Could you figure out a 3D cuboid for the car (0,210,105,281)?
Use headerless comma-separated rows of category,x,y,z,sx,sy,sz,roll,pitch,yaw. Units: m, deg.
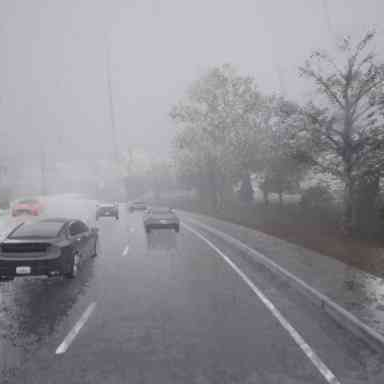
car,-4.039,1.518,9.951,1.837,1.490,4.892,0,0,-5

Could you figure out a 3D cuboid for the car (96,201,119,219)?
car,-7.357,1.547,28.854,1.812,1.442,4.674,0,0,-14

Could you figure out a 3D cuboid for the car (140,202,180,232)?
car,-1.935,1.572,20.277,1.994,1.385,4.181,0,0,-10

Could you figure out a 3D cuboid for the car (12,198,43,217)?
car,-15.622,1.384,31.759,2.097,1.767,4.553,0,0,-17

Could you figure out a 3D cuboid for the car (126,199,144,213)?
car,-6.343,1.514,37.658,2.128,1.511,4.902,0,0,-18
